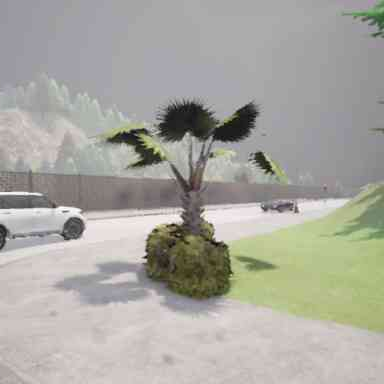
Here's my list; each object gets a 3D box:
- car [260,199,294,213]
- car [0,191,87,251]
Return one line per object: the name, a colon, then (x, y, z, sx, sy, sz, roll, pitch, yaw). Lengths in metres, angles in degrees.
car: (8.726, 1.381, 33.799, 1.895, 1.301, 4.718, 1, 1, 36)
car: (-6.702, 0.995, 12.842, 2.150, 2.045, 5.566, 0, 0, 29)
